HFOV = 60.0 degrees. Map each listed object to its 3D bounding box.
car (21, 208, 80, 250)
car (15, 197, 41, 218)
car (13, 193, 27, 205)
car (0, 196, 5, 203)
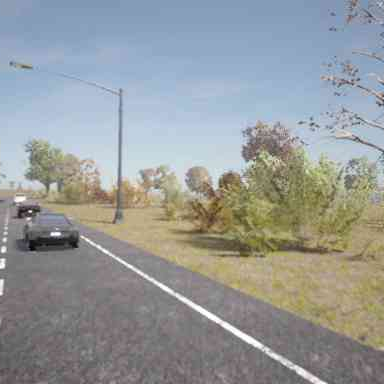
[{"bbox_3d":[-6.310,1.621,14.809,1.994,1.385,4.181,1,-1,-29],"label":"car"},{"bbox_3d":[-15.525,1.561,31.701,1.882,1.535,5.008,1,-1,-29],"label":"car"},{"bbox_3d":[-31.634,1.312,61.242,2.150,2.045,5.566,1,-1,-29],"label":"car"},{"bbox_3d":[-40.343,1.559,69.870,2.033,1.411,5.357,1,-1,-27],"label":"car"}]
